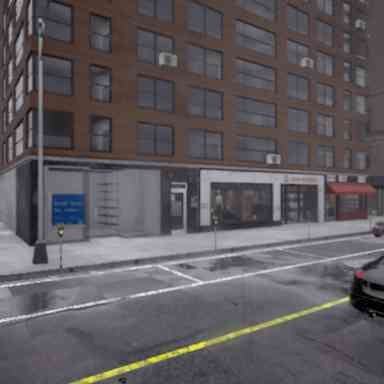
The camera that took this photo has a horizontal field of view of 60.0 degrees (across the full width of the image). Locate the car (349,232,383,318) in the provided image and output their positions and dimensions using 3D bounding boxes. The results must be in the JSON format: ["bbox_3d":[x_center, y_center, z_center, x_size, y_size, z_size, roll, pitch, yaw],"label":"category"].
[{"bbox_3d":[4.911,1.591,6.380,4.181,1.385,1.994,0,0,-34],"label":"car"}]

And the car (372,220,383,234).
[{"bbox_3d":[11.036,1.654,17.147,4.206,1.307,1.802,0,0,-34],"label":"car"}]
